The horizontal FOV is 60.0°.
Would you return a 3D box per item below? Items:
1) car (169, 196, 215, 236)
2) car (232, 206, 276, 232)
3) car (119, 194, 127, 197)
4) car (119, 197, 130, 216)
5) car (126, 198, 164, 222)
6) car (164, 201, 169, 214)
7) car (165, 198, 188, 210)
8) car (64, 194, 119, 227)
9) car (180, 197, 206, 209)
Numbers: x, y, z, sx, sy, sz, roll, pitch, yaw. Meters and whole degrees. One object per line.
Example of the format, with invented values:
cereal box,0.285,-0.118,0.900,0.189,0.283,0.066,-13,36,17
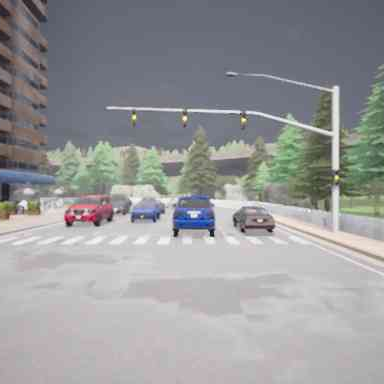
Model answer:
car,0.098,1.240,18.693,2.150,2.045,5.566,0,0,0
car,3.597,1.578,20.080,2.033,1.411,5.357,0,0,0
car,-9.871,1.264,45.315,2.150,2.045,5.566,0,0,-28
car,-7.253,1.517,33.230,2.128,1.511,4.902,0,0,-2
car,-3.577,1.501,26.397,1.882,1.535,5.008,0,0,0
car,-3.834,1.602,35.383,1.994,1.385,4.181,0,0,-2
car,-2.151,1.586,45.116,1.812,1.442,4.674,0,0,-19
car,-7.076,1.231,23.488,2.150,2.045,5.566,0,0,0
car,0.056,1.550,48.780,1.882,1.535,5.008,0,0,-23
